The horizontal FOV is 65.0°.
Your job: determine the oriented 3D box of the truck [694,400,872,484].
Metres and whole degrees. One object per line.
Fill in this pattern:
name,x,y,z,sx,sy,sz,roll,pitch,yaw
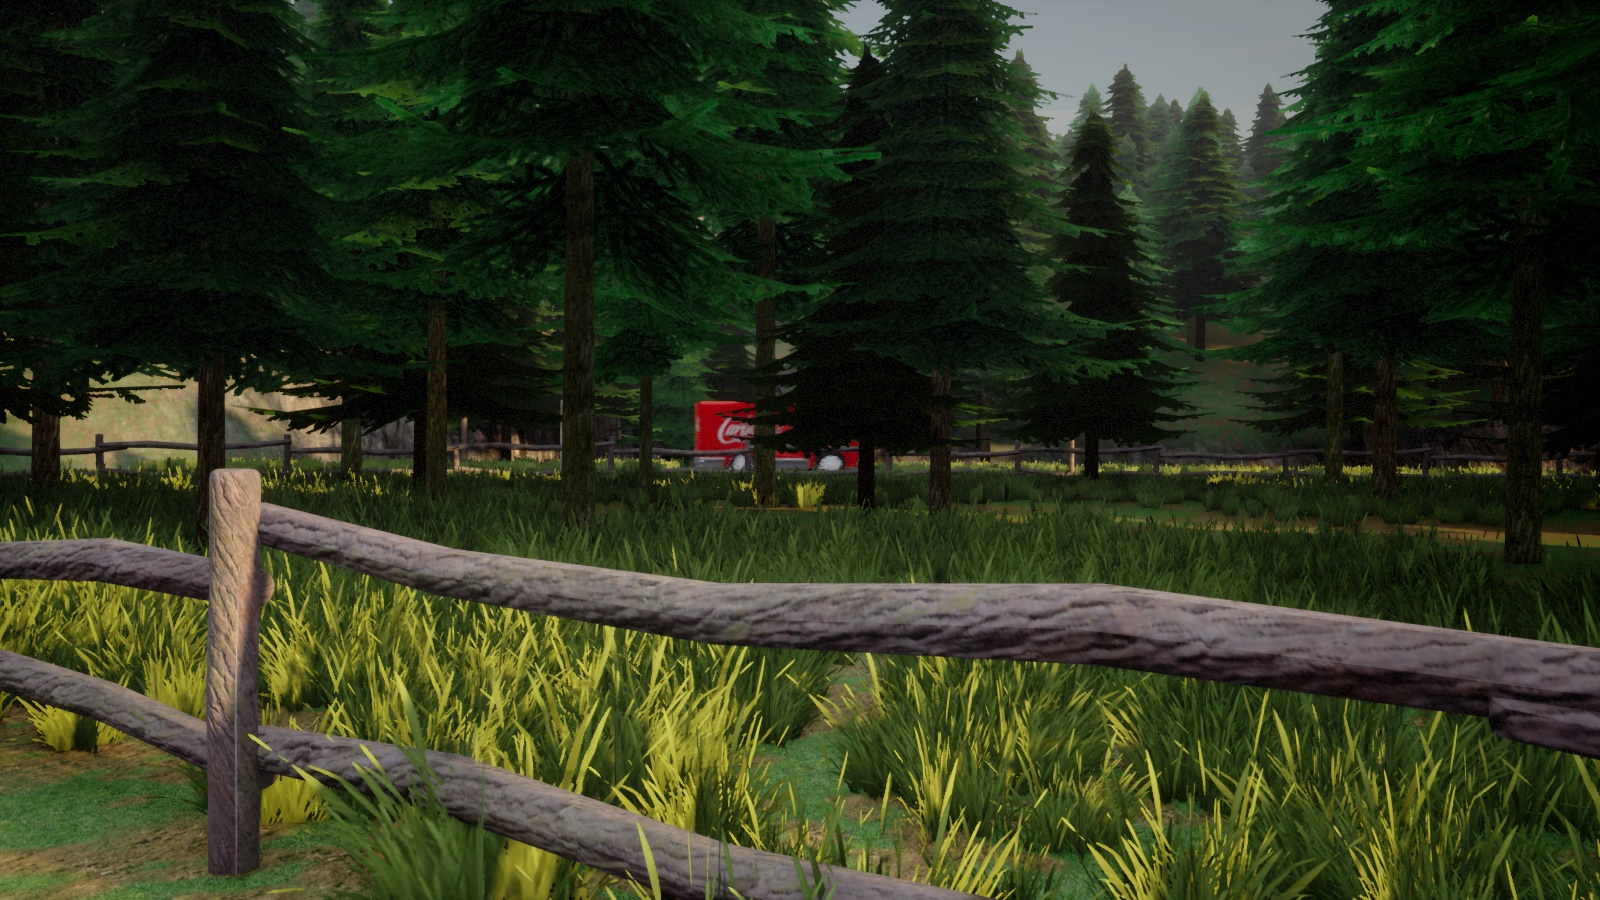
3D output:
truck,-0.586,-0.257,39.084,5.204,2.467,2.627,-1,1,-9
